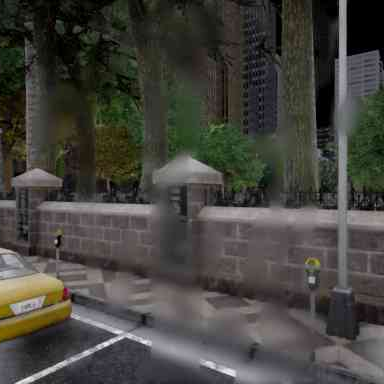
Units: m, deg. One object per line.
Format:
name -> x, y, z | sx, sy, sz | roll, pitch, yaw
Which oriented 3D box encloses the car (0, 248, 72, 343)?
car -> -4.131, 1.526, 5.926 | 4.829, 1.417, 1.752 | 0, 0, 36
